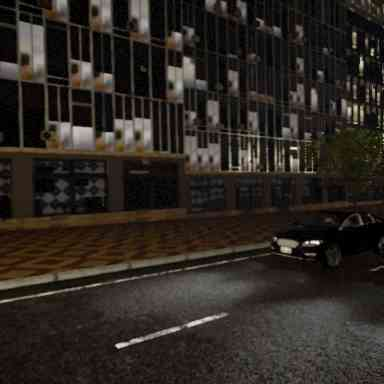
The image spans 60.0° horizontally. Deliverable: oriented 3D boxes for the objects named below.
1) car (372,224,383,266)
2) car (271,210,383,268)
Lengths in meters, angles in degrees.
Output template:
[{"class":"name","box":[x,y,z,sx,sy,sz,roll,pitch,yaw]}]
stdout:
[{"class":"car","box":[6.762,1.468,8.402,4.718,1.301,1.895,-1,1,-35]},{"class":"car","box":[4.681,1.363,10.912,4.902,1.511,2.128,-1,0,-35]}]
